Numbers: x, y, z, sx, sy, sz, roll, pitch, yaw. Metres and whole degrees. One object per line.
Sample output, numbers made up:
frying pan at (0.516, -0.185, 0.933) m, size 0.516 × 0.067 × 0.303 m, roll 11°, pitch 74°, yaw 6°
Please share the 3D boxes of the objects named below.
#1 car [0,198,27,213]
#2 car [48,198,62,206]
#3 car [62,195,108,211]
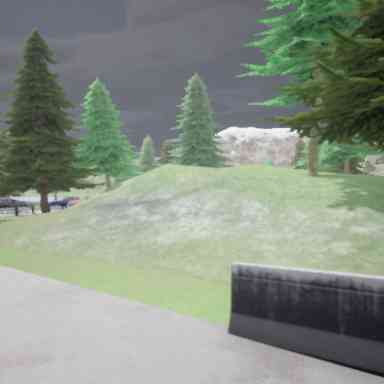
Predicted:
car at (-18.694, 1.314, 32.243) m, size 2.128 × 1.511 × 4.902 m, roll 1°, pitch 0°, yaw 43°
car at (-15.267, 1.286, 40.638) m, size 5.008 × 1.535 × 1.882 m, roll 0°, pitch 0°, yaw -42°
car at (-12.198, 1.185, 38.679) m, size 4.553 × 1.767 × 2.097 m, roll 0°, pitch 0°, yaw -41°
